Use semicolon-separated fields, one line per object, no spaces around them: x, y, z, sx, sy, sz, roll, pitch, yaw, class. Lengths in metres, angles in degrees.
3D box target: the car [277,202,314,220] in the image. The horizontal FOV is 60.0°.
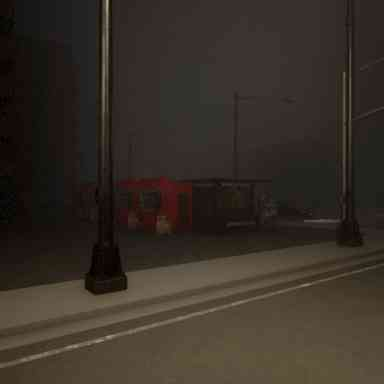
8.664;1.665;29.994;1.812;1.442;4.674;0;-1;-36;car
